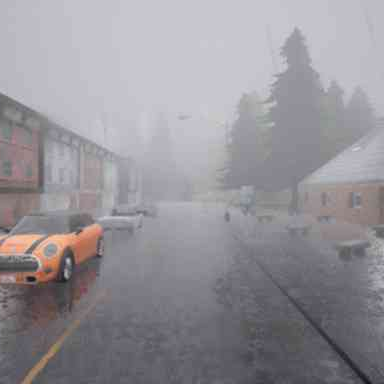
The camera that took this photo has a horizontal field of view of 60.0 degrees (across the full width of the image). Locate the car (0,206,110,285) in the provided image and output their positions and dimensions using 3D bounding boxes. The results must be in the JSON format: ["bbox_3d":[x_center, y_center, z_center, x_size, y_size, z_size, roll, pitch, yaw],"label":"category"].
[{"bbox_3d":[-4.083,1.356,9.644,2.097,1.767,4.553,0,0,0],"label":"car"}]

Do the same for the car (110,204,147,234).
[{"bbox_3d":[-4.070,1.609,19.500,1.895,1.301,4.718,0,0,0],"label":"car"}]

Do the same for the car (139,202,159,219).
[{"bbox_3d":[-4.042,1.576,29.487,1.994,1.385,4.181,0,0,1],"label":"car"}]
